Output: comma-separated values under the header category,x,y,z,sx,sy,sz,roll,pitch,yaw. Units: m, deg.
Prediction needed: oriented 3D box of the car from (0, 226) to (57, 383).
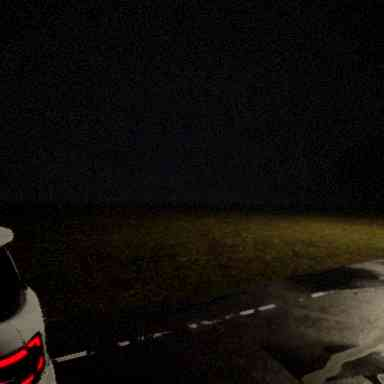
category,x,y,z,sx,sy,sz,roll,pitch,yaw
car,-3.565,1.229,1.395,5.566,2.045,2.150,1,-1,-34
